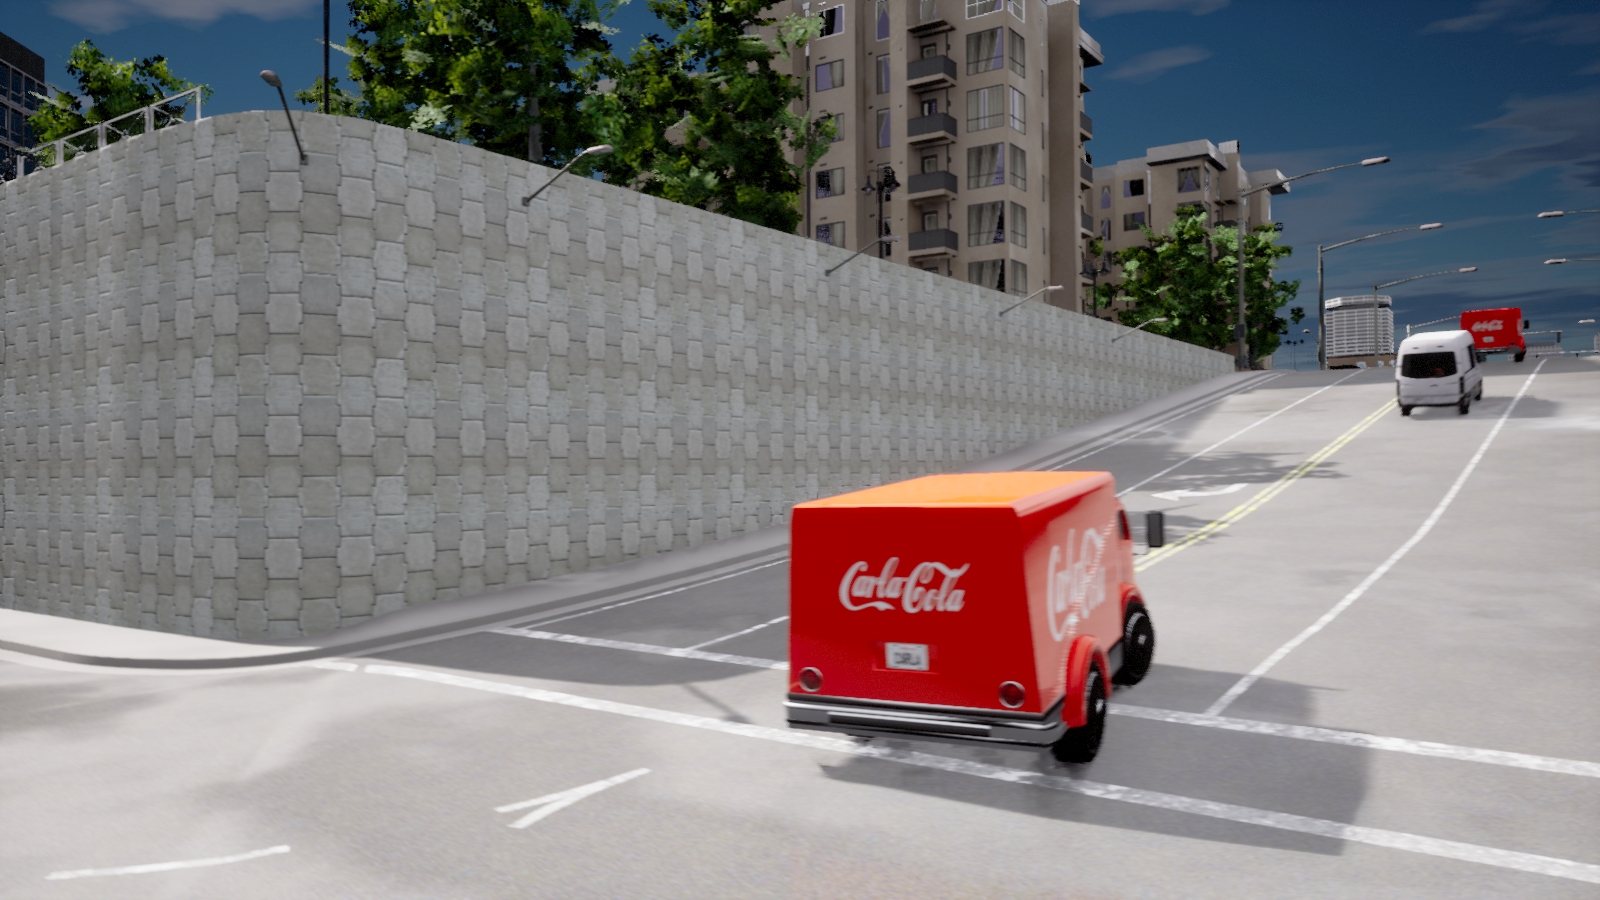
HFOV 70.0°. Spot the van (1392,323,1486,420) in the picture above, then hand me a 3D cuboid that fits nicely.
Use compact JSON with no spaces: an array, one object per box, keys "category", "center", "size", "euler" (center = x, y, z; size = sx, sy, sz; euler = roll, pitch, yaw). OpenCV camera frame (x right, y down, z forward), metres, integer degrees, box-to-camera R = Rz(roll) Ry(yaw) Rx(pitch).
[{"category":"van","center":[21.667,-2.723,38.582],"size":[1.988,2.561,5.915],"euler":[-1,8,36]}]

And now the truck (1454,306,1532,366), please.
[{"category":"truck","center":[32.246,-5.302,53.071],"size":[2.627,2.467,5.204],"euler":[-1,5,36]}]

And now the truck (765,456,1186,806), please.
[{"category":"truck","center":[2.140,1.478,11.884],"size":[2.627,2.467,5.204],"euler":[-2,2,28]}]
